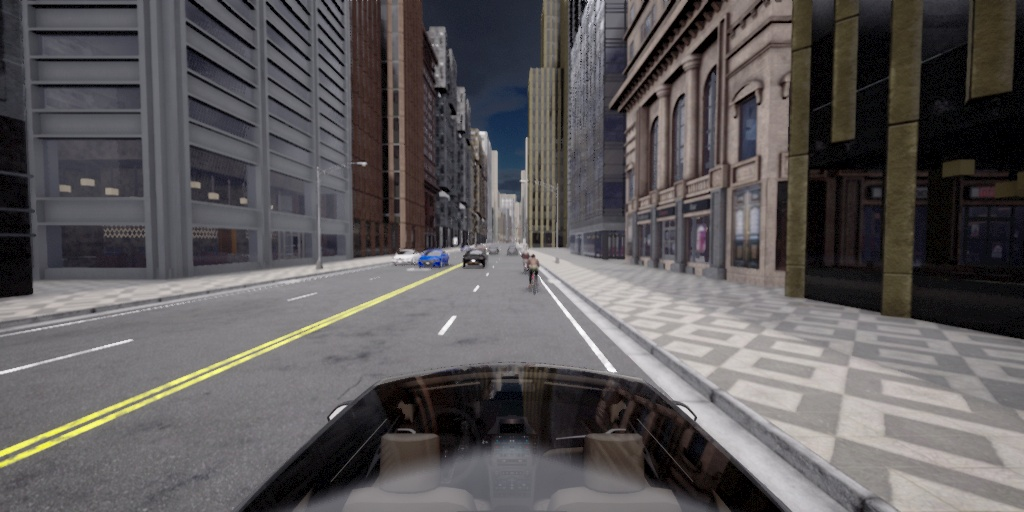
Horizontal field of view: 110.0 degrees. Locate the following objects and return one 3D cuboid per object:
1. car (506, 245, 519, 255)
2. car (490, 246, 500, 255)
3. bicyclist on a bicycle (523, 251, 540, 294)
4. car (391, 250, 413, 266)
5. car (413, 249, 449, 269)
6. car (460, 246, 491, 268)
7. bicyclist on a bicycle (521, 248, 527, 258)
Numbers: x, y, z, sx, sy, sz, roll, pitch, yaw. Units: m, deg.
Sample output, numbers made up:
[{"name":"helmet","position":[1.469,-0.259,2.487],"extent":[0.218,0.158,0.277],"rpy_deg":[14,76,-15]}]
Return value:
[{"name":"car","position":[0.077,-0.940,60.526],"extent":[2.128,1.511,4.902],"rpy_deg":[0,2,0]},{"name":"car","position":[-3.142,-1.008,62.191],"extent":[2.128,1.511,4.902],"rpy_deg":[0,2,0]},{"name":"bicyclist on a bicycle","position":[0.897,0.743,15.002],"extent":[0.582,1.620,1.656],"rpy_deg":[0,2,0]},{"name":"car","position":[-9.839,0.120,33.820],"extent":[1.812,1.442,4.674],"rpy_deg":[0,2,0]},{"name":"car","position":[-6.594,0.195,30.545],"extent":[1.882,1.535,5.008],"rpy_deg":[0,2,0]},{"name":"car","position":[-3.147,0.153,31.674],"extent":[1.882,1.535,5.008],"rpy_deg":[0,2,0]},{"name":"bicyclist on a bicycle","position":[0.898,0.337,23.878],"extent":[0.659,1.776,1.843],"rpy_deg":[0,2,0]}]
